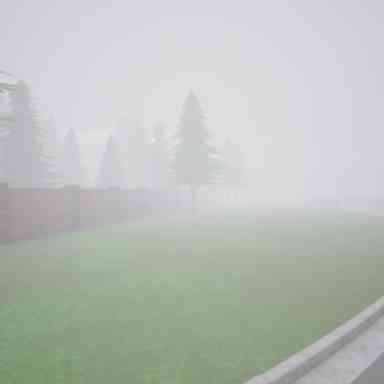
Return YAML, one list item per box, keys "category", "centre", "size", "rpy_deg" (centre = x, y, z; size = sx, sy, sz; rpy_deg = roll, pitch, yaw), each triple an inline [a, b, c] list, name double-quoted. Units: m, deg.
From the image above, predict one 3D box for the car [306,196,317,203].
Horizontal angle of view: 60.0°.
- category: "car"
  centre: [22.450, 1.386, 61.375]
  size: [1.994, 1.385, 4.181]
  rpy_deg: [-1, 0, 7]

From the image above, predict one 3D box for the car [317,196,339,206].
- category: "car"
  centre: [21.259, 1.395, 51.521]
  size: [1.994, 1.385, 4.181]
  rpy_deg: [-1, 0, 7]
